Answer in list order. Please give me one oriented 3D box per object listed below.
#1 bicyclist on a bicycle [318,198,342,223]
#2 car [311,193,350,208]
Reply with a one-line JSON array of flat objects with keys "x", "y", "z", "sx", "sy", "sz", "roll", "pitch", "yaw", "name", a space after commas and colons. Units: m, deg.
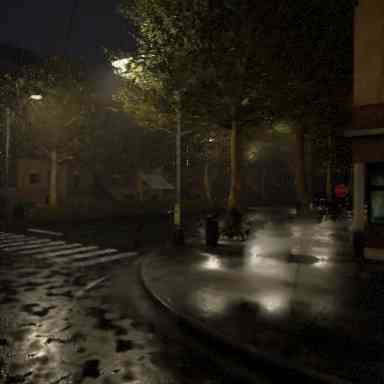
[{"x": 9.259, "y": 1.264, "z": 22.416, "sx": 1.656, "sy": 1.620, "sz": 0.582, "roll": 0, "pitch": 0, "yaw": 35, "name": "bicyclist on a bicycle"}, {"x": 19.172, "y": 1.146, "z": 46.368, "sx": 5.566, "sy": 2.045, "sz": 2.150, "roll": 0, "pitch": 0, "yaw": -27, "name": "car"}]
